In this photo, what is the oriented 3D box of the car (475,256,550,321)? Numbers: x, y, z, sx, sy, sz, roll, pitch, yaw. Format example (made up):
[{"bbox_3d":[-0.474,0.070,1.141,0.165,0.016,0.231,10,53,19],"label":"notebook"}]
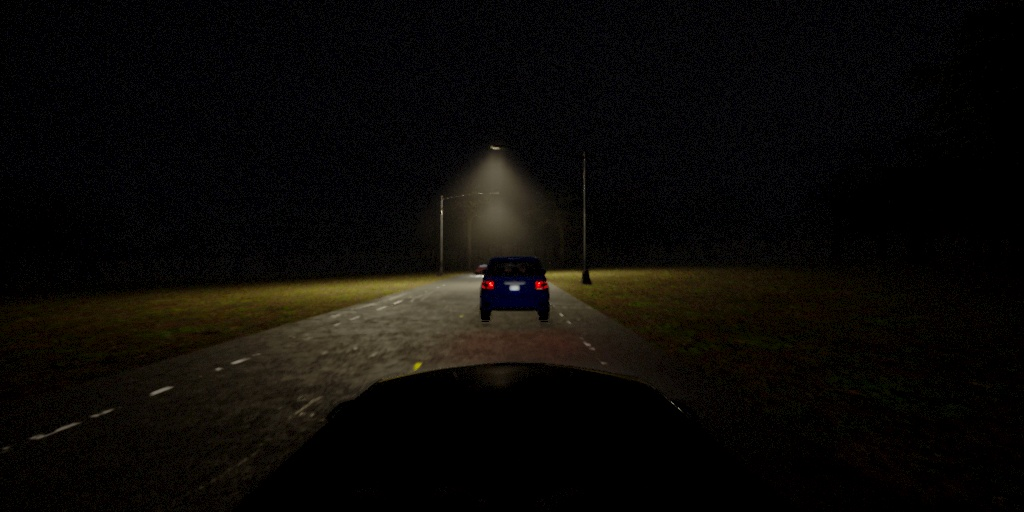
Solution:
[{"bbox_3d":[0.086,1.059,12.944,2.150,2.045,5.566,0,-1,0],"label":"car"}]

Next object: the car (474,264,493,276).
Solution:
[{"bbox_3d":[-3.584,1.782,45.858,1.994,1.385,4.181,0,-1,0],"label":"car"}]
